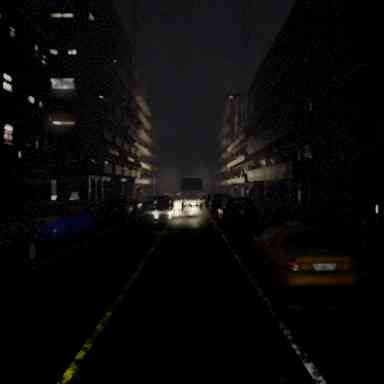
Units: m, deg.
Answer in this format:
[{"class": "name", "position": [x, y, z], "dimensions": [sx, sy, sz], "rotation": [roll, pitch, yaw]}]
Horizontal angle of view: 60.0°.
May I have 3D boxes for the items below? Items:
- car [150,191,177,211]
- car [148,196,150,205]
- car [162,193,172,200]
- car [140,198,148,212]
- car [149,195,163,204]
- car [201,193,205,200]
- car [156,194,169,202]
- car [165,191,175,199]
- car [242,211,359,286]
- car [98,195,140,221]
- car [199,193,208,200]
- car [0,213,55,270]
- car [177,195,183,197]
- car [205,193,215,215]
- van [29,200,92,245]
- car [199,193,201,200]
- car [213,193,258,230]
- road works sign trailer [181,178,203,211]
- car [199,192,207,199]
[{"class": "car", "position": [-3.103, 1.094, 37.077], "dimensions": [2.097, 1.767, 4.553], "rotation": [0, 0, 0]}, {"class": "car", "position": [-5.712, 1.249, 48.098], "dimensions": [1.802, 1.307, 4.206], "rotation": [-1, 0, 0]}, {"class": "car", "position": [-5.719, 1.026, 76.107], "dimensions": [2.008, 1.369, 4.403], "rotation": [-1, 0, 0]}, {"class": "car", "position": [-5.715, 1.333, 31.292], "dimensions": [2.008, 1.369, 4.403], "rotation": [-1, 0, 0]}, {"class": "car", "position": [-5.713, 1.210, 53.700], "dimensions": [1.802, 1.307, 4.206], "rotation": [-1, 0, 0]}, {"class": "car", "position": [2.667, 1.020, 42.468], "dimensions": [2.192, 1.841, 5.009], "rotation": [-1, 0, 0]}, {"class": "car", "position": [-5.716, 1.102, 64.904], "dimensions": [2.008, 1.369, 4.403], "rotation": [-1, 0, 0]}, {"class": "car", "position": [-5.725, 0.714, 87.310], "dimensions": [2.192, 1.841, 5.009], "rotation": [-1, 0, 0]}, {"class": "car", "position": [2.678, 1.462, 9.028], "dimensions": [1.752, 1.417, 4.829], "rotation": [-1, 0, 0]}, {"class": "car", "position": [-5.700, 1.136, 25.688], "dimensions": [2.192, 1.841, 5.009], "rotation": [-1, 0, 0]}, {"class": "car", "position": [2.661, 1.041, 76.081], "dimensions": [1.947, 1.339, 4.313], "rotation": [-1, 0, 0]}, {"class": "car", "position": [-5.669, 1.488, 8.884], "dimensions": [2.008, 1.369, 4.403], "rotation": [-1, 0, 0]}, {"class": "car", "position": [-3.019, 0.917, 78.052], "dimensions": [2.033, 1.411, 5.357], "rotation": [0, 0, 0]}, {"class": "car", "position": [2.669, 1.098, 31.264], "dimensions": [2.192, 1.841, 5.009], "rotation": [-1, 0, 0]}, {"class": "van", "position": [-5.674, 1.240, 14.485], "dimensions": [1.690, 1.788, 3.998], "rotation": [-1, 0, 0]}, {"class": "car", "position": [2.662, 1.038, 70.649], "dimensions": [1.752, 1.417, 4.829], "rotation": [-1, 0, 0]}, {"class": "car", "position": [2.672, 1.175, 20.060], "dimensions": [2.192, 1.841, 5.009], "rotation": [-1, 0, 0]}, {"class": "road works sign trailer", "position": [-0.006, 0.206, 37.106], "dimensions": [2.380, 3.560, 2.880], "rotation": [0, 0, 1]}, {"class": "car", "position": [2.658, 0.877, 81.682], "dimensions": [1.967, 1.590, 4.097], "rotation": [-1, 0, 0]}]
